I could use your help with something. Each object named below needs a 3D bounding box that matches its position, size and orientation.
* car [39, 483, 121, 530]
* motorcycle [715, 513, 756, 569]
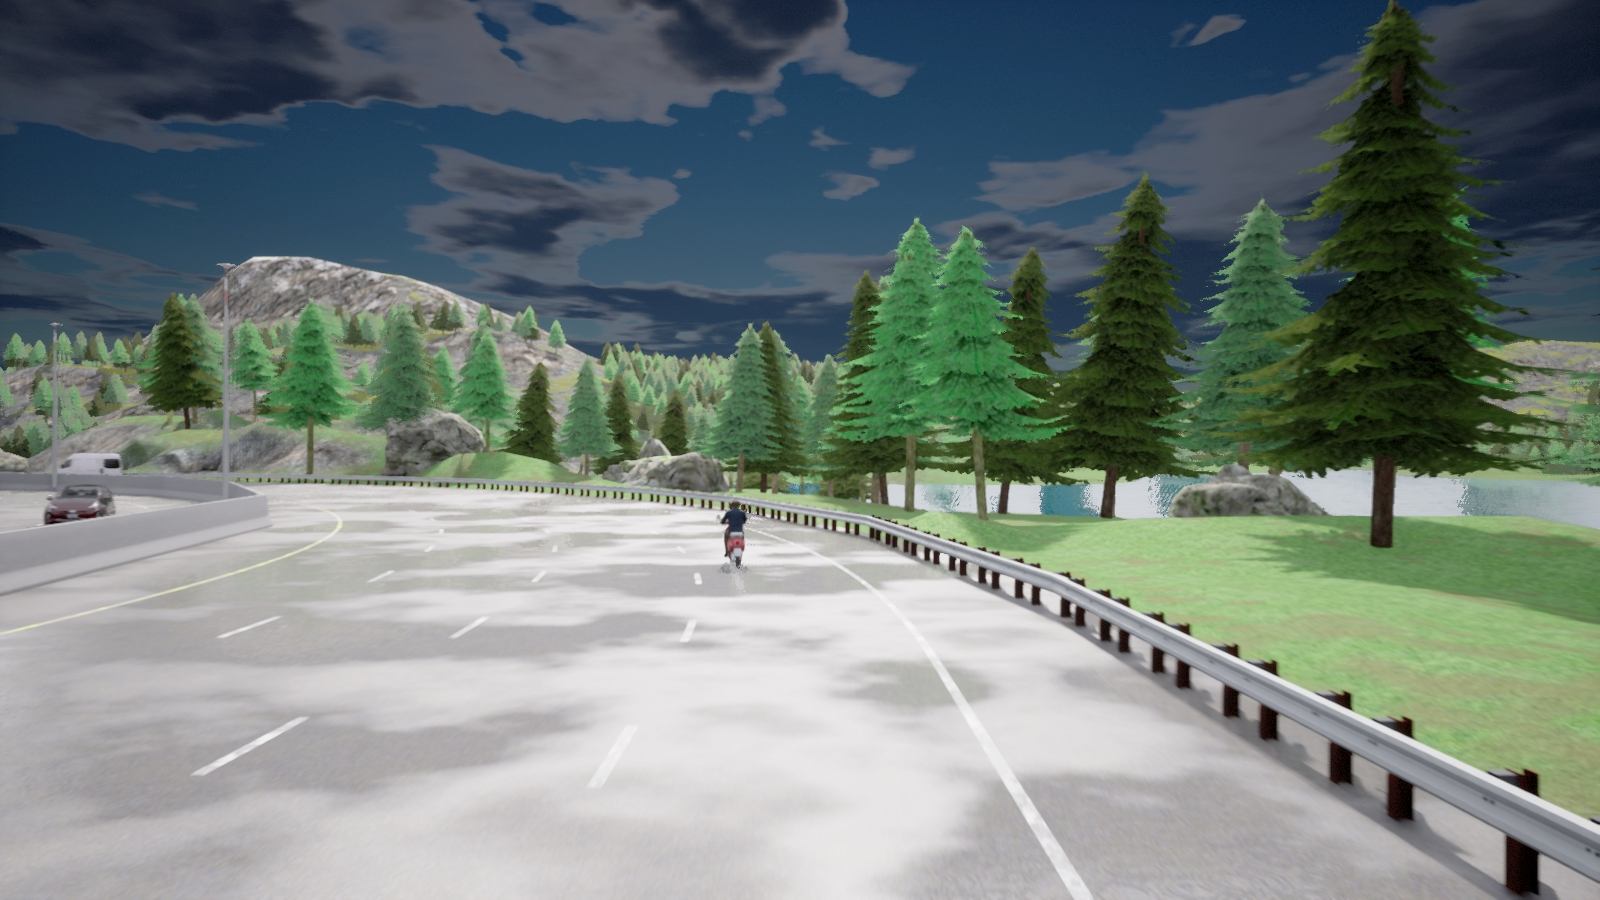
[{"bbox_3d":[-26.974,2.062,42.966,2.007,1.525,4.514,0,0,-24],"label":"car"},{"bbox_3d":[-1.589,2.200,27.967,0.856,1.236,1.805,0,0,-8],"label":"motorcycle"}]
